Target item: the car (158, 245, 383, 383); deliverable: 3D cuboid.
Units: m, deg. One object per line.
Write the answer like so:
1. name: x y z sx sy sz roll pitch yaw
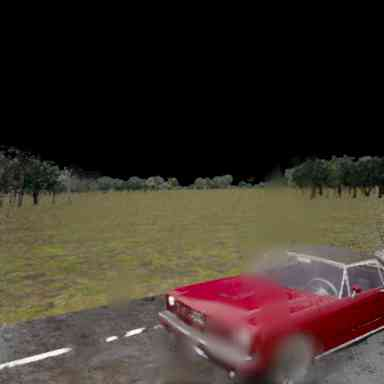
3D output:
1. car: 1.872 1.626 5.328 4.718 1.301 1.895 0 0 -36
